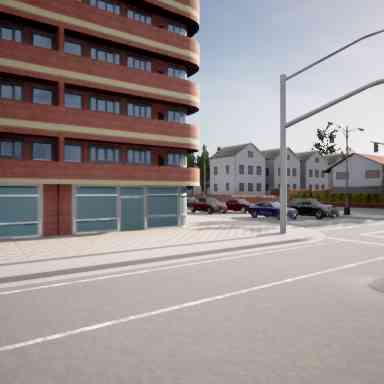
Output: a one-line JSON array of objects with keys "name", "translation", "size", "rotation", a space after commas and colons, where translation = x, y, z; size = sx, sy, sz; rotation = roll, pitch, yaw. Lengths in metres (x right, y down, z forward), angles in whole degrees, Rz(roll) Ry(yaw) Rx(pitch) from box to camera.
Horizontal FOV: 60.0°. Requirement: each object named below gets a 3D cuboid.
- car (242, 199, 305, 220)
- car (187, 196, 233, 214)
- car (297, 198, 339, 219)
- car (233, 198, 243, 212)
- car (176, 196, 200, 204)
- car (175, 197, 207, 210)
[{"name": "car", "translation": [6.784, 1.526, 28.163], "size": [1.812, 1.442, 4.674], "rotation": [0, 0, -35]}, {"name": "car", "translation": [1.790, 1.352, 35.361], "size": [2.097, 1.767, 4.553], "rotation": [0, 0, -34]}, {"name": "car", "translation": [10.419, 1.352, 29.056], "size": [2.097, 1.767, 4.553], "rotation": [0, 0, -35]}, {"name": "car", "translation": [5.169, 1.478, 36.632], "size": [1.882, 1.535, 5.008], "rotation": [0, 0, -35]}, {"name": "car", "translation": [-0.891, 1.547, 65.962], "size": [2.033, 1.411, 5.357], "rotation": [0, 0, -35]}, {"name": "car", "translation": [-0.212, 1.505, 44.422], "size": [1.837, 1.490, 4.892], "rotation": [0, 0, -35]}]
